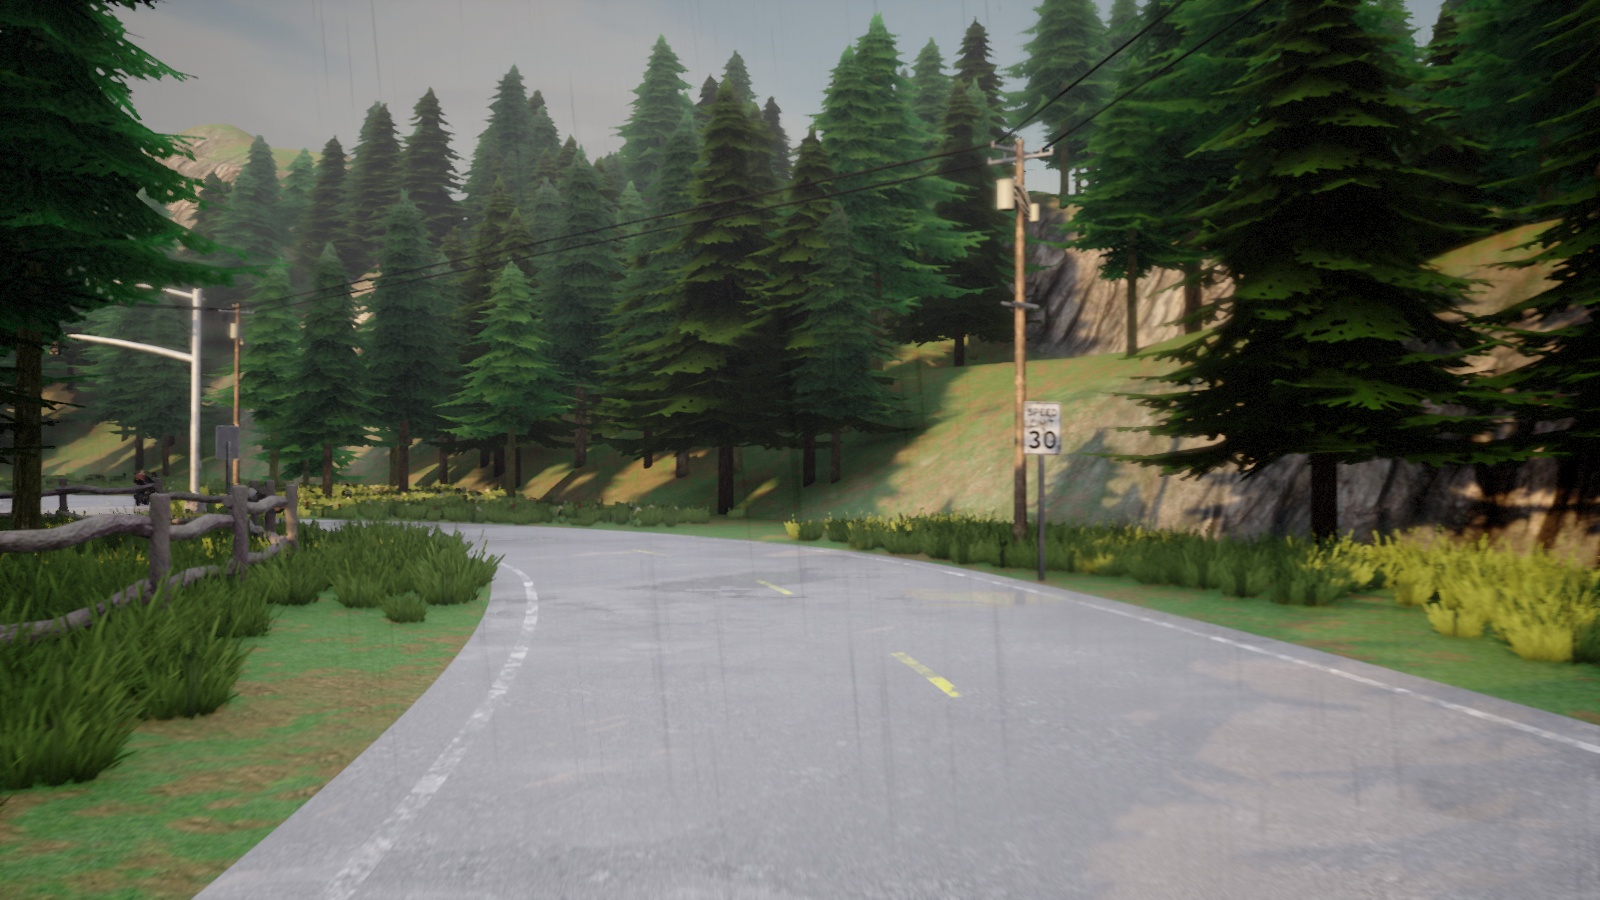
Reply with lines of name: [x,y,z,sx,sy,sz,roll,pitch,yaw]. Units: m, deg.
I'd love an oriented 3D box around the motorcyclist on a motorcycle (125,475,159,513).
motorcyclist on a motorcycle: [-27.278,1.824,52.073,0.866,1.530,2.191,0,-1,-17]
